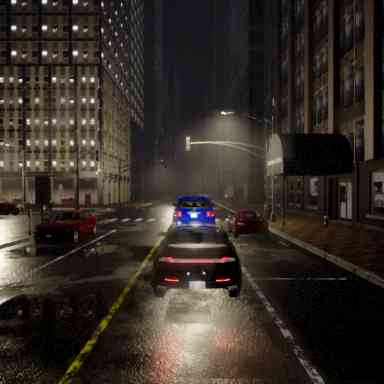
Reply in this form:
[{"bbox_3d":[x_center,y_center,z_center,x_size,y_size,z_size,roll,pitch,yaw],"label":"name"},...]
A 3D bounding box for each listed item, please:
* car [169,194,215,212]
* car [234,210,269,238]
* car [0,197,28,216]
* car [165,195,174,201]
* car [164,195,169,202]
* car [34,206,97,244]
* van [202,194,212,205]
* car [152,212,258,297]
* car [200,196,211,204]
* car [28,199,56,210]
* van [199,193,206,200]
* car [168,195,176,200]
[{"bbox_3d":[0.096,1.218,18.457,2.150,2.045,5.566,0,0,0],"label":"car"},{"bbox_3d":[2.821,1.579,17.138,1.802,1.307,4.206,0,0,0],"label":"car"},{"bbox_3d":[-18.597,1.307,31.109,5.009,1.841,2.192,0,0,1],"label":"car"},{"bbox_3d":[-5.662,1.538,83.522,1.947,1.339,4.313,0,0,0],"label":"car"},{"bbox_3d":[-5.665,1.521,77.825,1.887,1.381,4.507,0,0,0],"label":"car"},{"bbox_3d":[-5.819,1.542,15.765,1.887,1.381,4.507,0,0,0],"label":"car"},{"bbox_3d":[2.708,1.326,60.731,1.690,1.788,3.998,0,0,0],"label":"van"},{"bbox_3d":[0.102,1.490,8.538,2.128,1.511,4.902,0,0,0],"label":"car"},{"bbox_3d":[2.711,1.533,66.427,2.008,1.369,4.403,0,0,0],"label":"car"},{"bbox_3d":[-18.507,1.497,39.491,4.403,1.369,2.008,0,0,1],"label":"car"},{"bbox_3d":[2.719,1.309,89.214,1.690,1.788,3.998,0,0,0],"label":"van"},{"bbox_3d":[-5.658,1.529,94.915,1.947,1.339,4.313,0,0,0],"label":"car"}]
